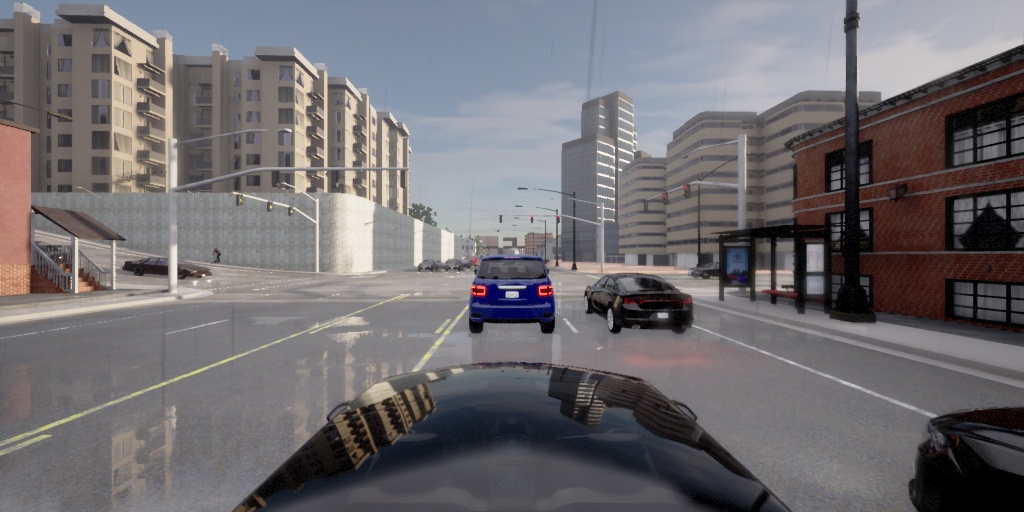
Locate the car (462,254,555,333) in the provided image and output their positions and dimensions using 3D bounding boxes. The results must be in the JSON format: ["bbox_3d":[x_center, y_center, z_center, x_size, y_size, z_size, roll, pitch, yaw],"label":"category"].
[{"bbox_3d":[-0.007,0.971,10.858,2.150,2.045,5.566,0,0,0],"label":"car"}]

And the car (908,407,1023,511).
[{"bbox_3d":[3.608,1.240,0.350,2.128,1.511,4.902,0,0,0],"label":"car"}]

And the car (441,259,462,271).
[{"bbox_3d":[-7.520,1.241,47.329,2.128,1.511,4.902,0,0,0],"label":"car"}]

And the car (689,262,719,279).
[{"bbox_3d":[17.840,1.241,30.990,4.902,1.511,2.128,0,0,-1],"label":"car"}]

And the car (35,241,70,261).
[{"bbox_3d":[-35.481,-0.391,26.615,4.181,1.385,1.994,10,0,-1],"label":"car"}]

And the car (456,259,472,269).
[{"bbox_3d":[-7.602,1.228,56.760,1.882,1.535,5.008,0,0,0],"label":"car"}]

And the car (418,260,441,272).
[{"bbox_3d":[-11.017,1.241,47.227,2.128,1.511,4.902,0,0,0],"label":"car"}]

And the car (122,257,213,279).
[{"bbox_3d":[-25.632,0.837,26.738,5.357,1.411,2.033,5,0,-1],"label":"car"}]

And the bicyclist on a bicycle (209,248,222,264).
[{"bbox_3d":[-31.073,0.029,37.679,0.582,1.620,1.656,6,0,0],"label":"bicyclist on a bicycle"}]

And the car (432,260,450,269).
[{"bbox_3d":[-11.104,1.351,56.491,1.895,1.301,4.718,0,0,0],"label":"car"}]

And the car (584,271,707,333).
[{"bbox_3d":[3.494,1.228,10.798,1.882,1.535,5.008,0,0,0],"label":"car"}]

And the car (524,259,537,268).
[{"bbox_3d":[3.052,1.275,59.693,1.812,1.442,4.674,0,0,0],"label":"car"}]
